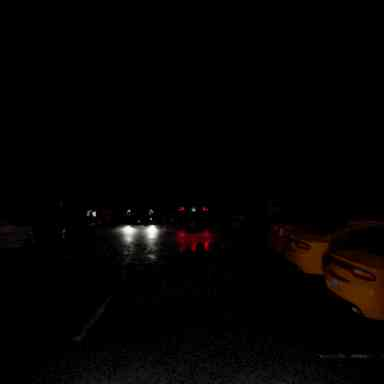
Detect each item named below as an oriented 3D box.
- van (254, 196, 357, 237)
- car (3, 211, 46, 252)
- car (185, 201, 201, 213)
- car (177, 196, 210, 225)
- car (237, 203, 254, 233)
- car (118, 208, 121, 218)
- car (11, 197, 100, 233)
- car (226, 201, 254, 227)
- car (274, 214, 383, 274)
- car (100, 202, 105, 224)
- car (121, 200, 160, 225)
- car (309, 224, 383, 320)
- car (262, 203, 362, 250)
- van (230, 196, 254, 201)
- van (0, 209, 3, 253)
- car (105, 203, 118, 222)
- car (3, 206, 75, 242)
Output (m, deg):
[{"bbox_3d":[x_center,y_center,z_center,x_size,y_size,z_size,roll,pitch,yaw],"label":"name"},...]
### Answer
[{"bbox_3d":[5.164,1.283,14.320,4.442,1.987,1.878,0,0,0],"label":"van"},{"bbox_3d":[-8.032,1.543,11.753,4.674,1.452,2.002,0,0,0],"label":"car"},{"bbox_3d":[0.119,1.897,42.866,1.837,1.490,4.892,0,-2,0],"label":"car"},{"bbox_3d":[0.108,1.287,24.367,2.150,2.045,5.566,0,-1,0],"label":"car"},{"bbox_3d":[5.042,1.515,17.090,4.892,1.521,2.231,0,0,0],"label":"car"},{"bbox_3d":[-8.213,1.582,28.394,5.366,1.575,1.946,0,0,0],"label":"car"},{"bbox_3d":[-8.060,1.262,17.306,5.566,2.045,2.435,0,0,0],"label":"car"},{"bbox_3d":[4.864,1.518,19.857,5.366,1.575,1.946,0,0,0],"label":"car"},{"bbox_3d":[5.039,1.498,8.904,5.008,1.535,2.097,0,0,0],"label":"car"},{"bbox_3d":[-7.999,1.396,20.077,4.553,1.767,2.185,0,0,0],"label":"car"},{"bbox_3d":[-3.580,1.421,24.805,2.097,1.767,4.553,0,0,0],"label":"car"},{"bbox_3d":[5.038,1.492,6.008,5.008,1.535,2.097,0,0,0],"label":"car"},{"bbox_3d":[5.014,1.378,11.550,4.553,1.767,2.185,0,0,0],"label":"car"},{"bbox_3d":[5.169,1.329,25.519,4.442,1.987,1.878,0,0,0],"label":"van"},{"bbox_3d":[-7.919,1.272,8.977,4.442,1.987,1.878,0,0,0],"label":"van"},{"bbox_3d":[-8.023,1.534,22.854,5.008,1.535,2.097,0,0,0],"label":"car"},{"bbox_3d":[-8.003,1.538,14.528,4.792,1.488,2.163,0,0,0],"label":"car"}]
